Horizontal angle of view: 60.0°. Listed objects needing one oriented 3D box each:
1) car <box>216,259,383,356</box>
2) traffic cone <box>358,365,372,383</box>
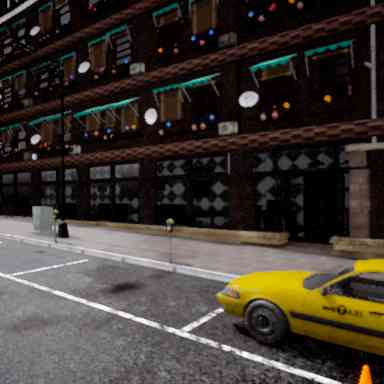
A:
[{"bbox_3d":[2.670,1.527,4.654,4.829,1.417,1.752,1,-1,35],"label":"car"},{"bbox_3d":[1.656,1.954,3.180,0.340,0.580,0.340,1,1,38],"label":"traffic cone"}]
